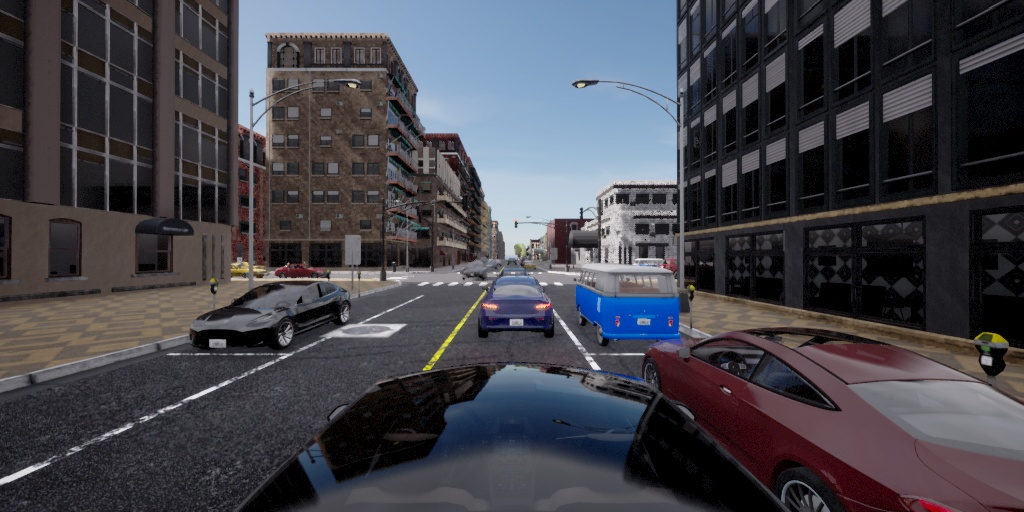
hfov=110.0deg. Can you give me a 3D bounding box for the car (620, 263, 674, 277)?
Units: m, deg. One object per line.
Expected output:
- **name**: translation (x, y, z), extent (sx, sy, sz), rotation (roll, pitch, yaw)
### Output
- **car**: translation (13.412, 1.418, 35.773), extent (4.718, 1.301, 1.895), rotation (0, 0, 1)

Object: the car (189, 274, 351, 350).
- **car**: translation (-5.688, 1.317, 9.109), extent (1.948, 1.339, 4.313), rotation (0, 0, 0)

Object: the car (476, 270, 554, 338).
- **car**: translation (0.103, 1.277, 10.082), extent (1.812, 1.442, 4.674), rotation (0, 0, 0)

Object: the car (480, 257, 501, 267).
- **car**: translation (-3.083, 1.275, 52.302), extent (2.128, 1.511, 4.902), rotation (0, 0, 0)

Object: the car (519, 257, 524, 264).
- **car**: translation (2.707, 1.382, 64.946), extent (1.802, 1.307, 4.207), rotation (0, 0, 0)

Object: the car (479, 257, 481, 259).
- **car**: translation (-5.676, 1.318, 59.238), extent (1.751, 1.417, 4.829), rotation (0, 0, 0)

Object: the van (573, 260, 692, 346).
- **van**: translation (2.659, 1.092, 9.082), extent (1.690, 1.789, 3.998), rotation (0, 0, 0)

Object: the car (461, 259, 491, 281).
- **car**: translation (-3.088, 1.244, 30.329), extent (1.837, 1.490, 4.892), rotation (0, 0, 0)

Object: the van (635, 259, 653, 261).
- **van**: translation (14.906, 1.175, 38.343), extent (3.998, 1.789, 1.690), rotation (0, 0, 0)

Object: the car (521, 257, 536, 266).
- **car**: translation (2.704, 1.311, 54.038), extent (1.751, 1.417, 4.829), rotation (0, 0, 0)

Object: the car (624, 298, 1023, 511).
- **car**: translation (2.658, 1.332, 3.392), extent (1.802, 1.307, 4.207), rotation (0, 0, 0)

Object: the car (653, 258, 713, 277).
- **car**: translation (14.927, 1.107, 29.963), extent (5.009, 1.841, 2.192), rotation (0, 0, 0)

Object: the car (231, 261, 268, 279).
- **car**: translation (-22.952, 1.216, 29.882), extent (4.829, 1.417, 1.751), rotation (0, 0, 0)

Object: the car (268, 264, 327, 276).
- **car**: translation (-17.460, 1.284, 29.894), extent (4.207, 1.307, 1.802), rotation (0, 0, 0)

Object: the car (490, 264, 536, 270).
- **car**: translation (0.097, 1.318, 18.534), extent (1.994, 1.385, 4.181), rotation (0, 0, 0)
